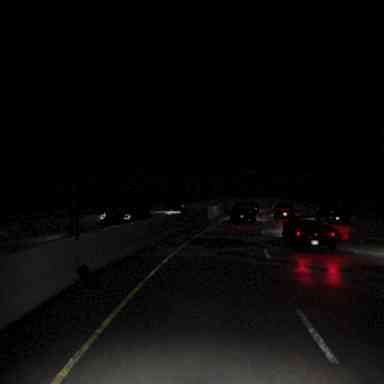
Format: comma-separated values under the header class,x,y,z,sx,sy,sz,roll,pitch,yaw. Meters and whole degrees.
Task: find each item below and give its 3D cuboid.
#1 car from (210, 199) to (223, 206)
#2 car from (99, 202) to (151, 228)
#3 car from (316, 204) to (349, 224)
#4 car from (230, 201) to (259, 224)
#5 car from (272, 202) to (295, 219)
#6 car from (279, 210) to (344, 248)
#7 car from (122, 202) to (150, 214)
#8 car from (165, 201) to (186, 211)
class,x,y,z,sx,sy,sz,roll,pitch,yaw
car,4.632,2.065,62.193,1.882,1.535,5.008,0,-1,13
car,-4.293,1.519,22.054,2.097,1.767,4.553,0,-1,12
car,11.368,1.732,27.133,1.837,1.490,4.892,0,-1,12
car,4.270,1.700,27.425,1.882,1.535,5.008,0,0,12
car,9.011,1.782,32.717,1.837,1.490,4.892,0,-1,12
car,5.289,1.718,15.353,1.895,1.301,4.718,0,0,11
car,-6.993,1.955,42.313,1.895,1.301,4.718,0,-1,13
car,-2.225,1.963,47.603,2.033,1.411,5.357,0,-1,13
